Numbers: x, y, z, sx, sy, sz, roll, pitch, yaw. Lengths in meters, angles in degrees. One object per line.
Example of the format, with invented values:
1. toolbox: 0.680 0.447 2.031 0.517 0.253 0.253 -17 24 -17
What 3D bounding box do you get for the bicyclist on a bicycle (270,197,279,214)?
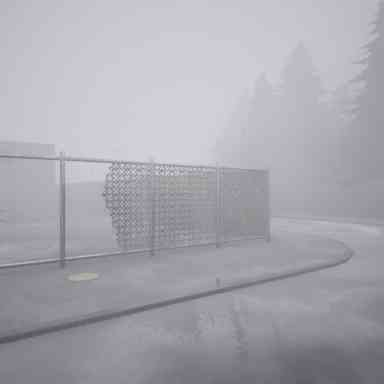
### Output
1. bicyclist on a bicycle: 7.935 1.349 32.468 1.656 1.620 0.582 0 0 -36
